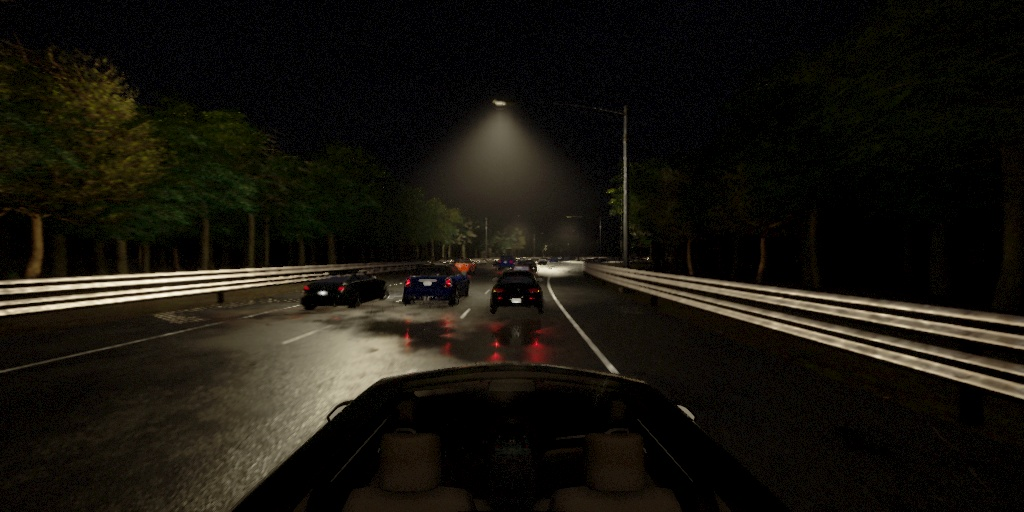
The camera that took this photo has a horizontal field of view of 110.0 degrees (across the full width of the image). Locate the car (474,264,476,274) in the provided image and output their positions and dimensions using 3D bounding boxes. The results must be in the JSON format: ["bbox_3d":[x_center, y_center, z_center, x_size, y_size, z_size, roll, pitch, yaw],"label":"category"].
[{"bbox_3d":[-5.295,1.103,39.411,2.097,1.767,4.553,0,0,5],"label":"car"}]

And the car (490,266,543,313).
[{"bbox_3d":[0.203,1.280,13.923,1.812,1.442,4.674,0,0,2],"label":"car"}]

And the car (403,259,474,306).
[{"bbox_3d":[-3.189,1.100,15.996,2.097,1.767,4.553,0,0,2],"label":"car"}]

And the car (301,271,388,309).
[{"bbox_3d":[-6.729,1.305,14.875,1.994,1.385,4.181,0,0,2],"label":"car"}]

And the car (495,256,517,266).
[{"bbox_3d":[-0.568,0.981,52.163,2.150,2.045,5.566,0,0,7],"label":"car"}]

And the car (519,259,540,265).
[{"bbox_3d":[2.204,1.291,45.188,1.812,1.442,4.674,0,0,6],"label":"car"}]

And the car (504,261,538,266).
[{"bbox_3d":[0.742,1.322,26.556,1.994,1.385,4.181,0,0,3],"label":"car"}]
